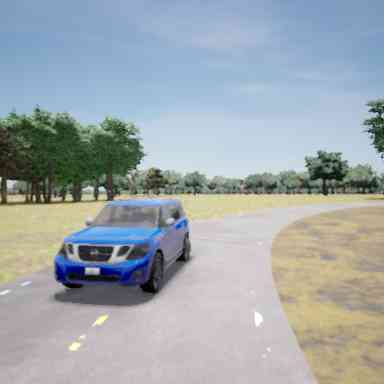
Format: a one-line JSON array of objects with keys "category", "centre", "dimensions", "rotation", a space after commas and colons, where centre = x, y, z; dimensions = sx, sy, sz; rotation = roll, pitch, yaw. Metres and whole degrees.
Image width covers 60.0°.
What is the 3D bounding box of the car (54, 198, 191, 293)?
[{"category": "car", "centre": [-1.479, 1.215, 9.317], "dimensions": [2.150, 2.045, 5.566], "rotation": [0, 0, 11]}]
